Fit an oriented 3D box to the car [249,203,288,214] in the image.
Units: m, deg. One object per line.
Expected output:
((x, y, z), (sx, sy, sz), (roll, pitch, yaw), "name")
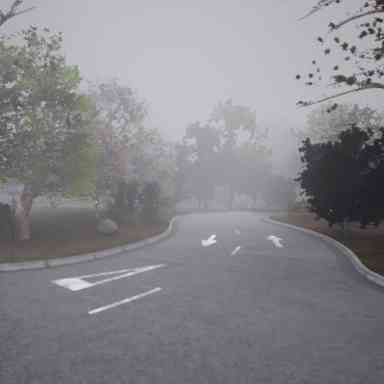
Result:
((10.201, 2.089, 43.391), (5.357, 1.411, 2.033), (1, -1, -17), "car")
